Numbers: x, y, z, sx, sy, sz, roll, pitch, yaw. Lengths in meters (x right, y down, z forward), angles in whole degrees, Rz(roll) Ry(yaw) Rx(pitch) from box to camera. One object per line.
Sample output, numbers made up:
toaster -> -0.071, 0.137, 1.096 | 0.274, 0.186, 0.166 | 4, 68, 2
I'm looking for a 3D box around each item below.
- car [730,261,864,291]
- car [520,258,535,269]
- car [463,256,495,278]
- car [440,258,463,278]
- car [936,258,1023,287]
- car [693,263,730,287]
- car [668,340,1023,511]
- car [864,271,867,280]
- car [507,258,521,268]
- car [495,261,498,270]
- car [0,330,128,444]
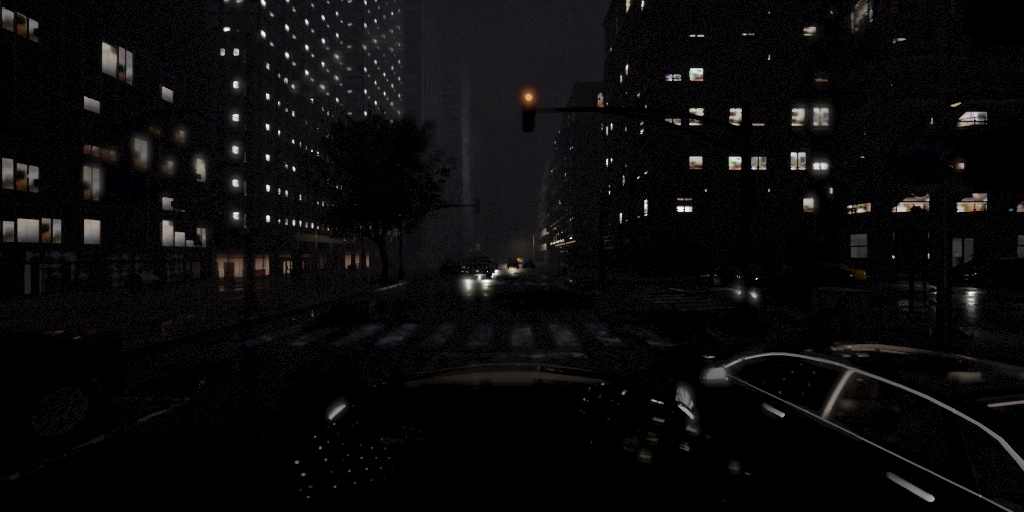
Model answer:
car -> 15.263, 1.068, 19.410 | 5.357, 1.411, 2.033 | -1, 0, -1
car -> 2.719, 1.350, 57.049 | 1.948, 1.339, 4.313 | 0, 0, 0
car -> -3.083, 0.986, 34.588 | 2.150, 2.045, 5.566 | 0, 0, 0
car -> -5.674, 1.079, 34.963 | 2.192, 1.841, 5.009 | 0, 0, 0
car -> 26.225, 0.872, 19.511 | 4.892, 1.490, 1.837 | -1, 0, 0
car -> 13.445, 1.095, 21.981 | 4.403, 1.370, 2.007 | 0, 0, -1
car -> 2.689, 1.300, 2.571 | 2.007, 1.370, 4.403 | 0, 0, 0
car -> 18.842, 0.993, 22.033 | 4.829, 1.417, 1.751 | 0, 0, -1
car -> 0.130, 1.277, 59.847 | 2.128, 1.511, 4.902 | 0, 0, 0
car -> -3.078, 1.298, 44.469 | 1.812, 1.442, 4.674 | 0, 0, 0
car -> -5.691, 1.295, 2.575 | 1.888, 1.381, 4.507 | 0, 0, 0
